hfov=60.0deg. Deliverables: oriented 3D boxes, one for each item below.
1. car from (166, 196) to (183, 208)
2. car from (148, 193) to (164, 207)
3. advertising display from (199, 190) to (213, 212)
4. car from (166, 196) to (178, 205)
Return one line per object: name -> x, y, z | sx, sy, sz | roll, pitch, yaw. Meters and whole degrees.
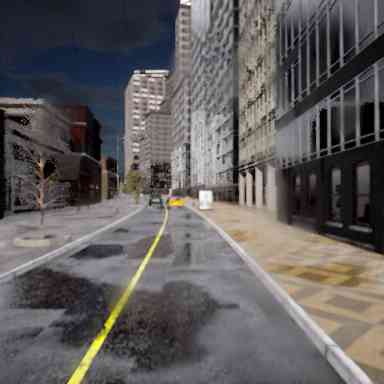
car -> -2.305, 1.460, 47.494 | 1.882, 1.535, 5.008 | 0, 0, -5
car -> -5.663, 1.196, 52.527 | 2.150, 2.045, 5.566 | 0, 0, -5
advertising display -> 1.549, 1.019, 37.511 | 1.540, 2.440, 0.280 | -1, -1, -4
car -> -3.576, 1.497, 59.221 | 1.812, 1.442, 4.674 | 0, 0, -7
